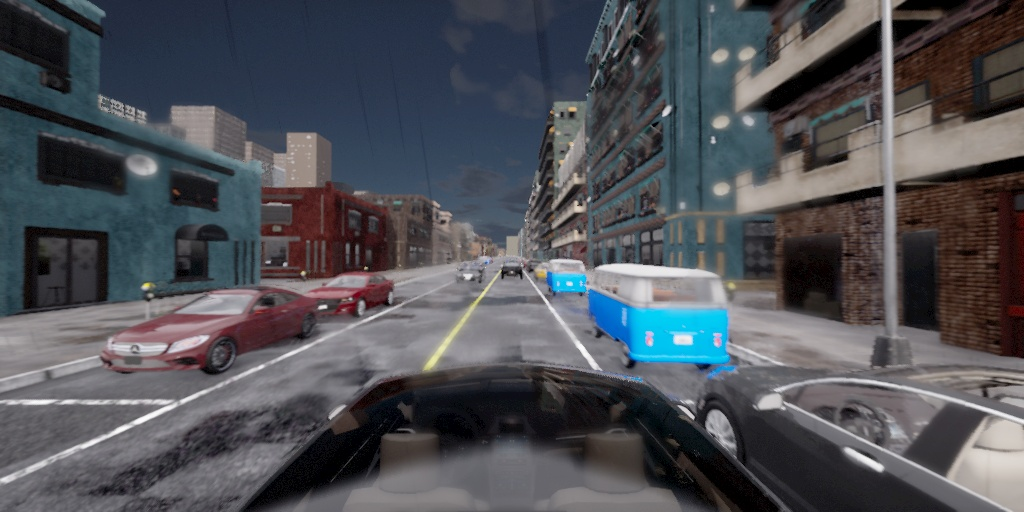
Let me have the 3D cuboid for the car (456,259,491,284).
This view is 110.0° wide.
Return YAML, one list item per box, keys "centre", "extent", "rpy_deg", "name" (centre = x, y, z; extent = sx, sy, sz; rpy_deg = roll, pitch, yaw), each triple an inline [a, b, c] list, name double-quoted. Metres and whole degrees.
- centre: [-3.000, 1.245, 26.798]
  extent: [2.128, 1.511, 4.902]
  rpy_deg: [0, 0, 0]
  name: "car"

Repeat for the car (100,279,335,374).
- centre: [-5.690, 1.325, 7.470]
  extent: [1.802, 1.307, 4.207]
  rpy_deg: [0, 0, 0]
  name: "car"

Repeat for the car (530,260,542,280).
- centre: [2.691, 1.238, 29.998]
  extent: [1.751, 1.417, 4.829]
  rpy_deg: [0, 0, 0]
  name: "car"

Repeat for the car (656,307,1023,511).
- centre: [2.691, 1.300, 1.926]
  extent: [2.007, 1.370, 4.403]
  rpy_deg: [0, 0, 0]
  name: "car"

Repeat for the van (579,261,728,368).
- centre: [2.691, 1.084, 7.505]
  extent: [1.690, 1.789, 3.998]
  rpy_deg: [0, 0, 0]
  name: "van"

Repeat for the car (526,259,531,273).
- centre: [2.692, 1.258, 40.991]
  extent: [1.948, 1.339, 4.313]
  rpy_deg: [0, 0, 0]
  name: "car"

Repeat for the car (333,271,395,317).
- centre: [-5.690, 1.282, 13.051]
  extent: [1.888, 1.381, 4.507]
  rpy_deg: [0, 0, 0]
  name: "car"

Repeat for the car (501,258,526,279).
- centre: [0.007, 1.187, 31.822]
  extent: [1.882, 1.535, 5.008]
  rpy_deg: [0, 0, 0]
  name: "car"

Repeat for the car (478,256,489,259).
- centre: [-5.688, 1.209, 63.273]
  extent: [1.948, 1.339, 4.313]
  rpy_deg: [0, 0, 0]
  name: "car"

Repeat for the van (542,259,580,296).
- centre: [2.691, 1.070, 18.668]
  extent: [1.690, 1.789, 3.998]
  rpy_deg: [0, 0, 0]
  name: "van"
